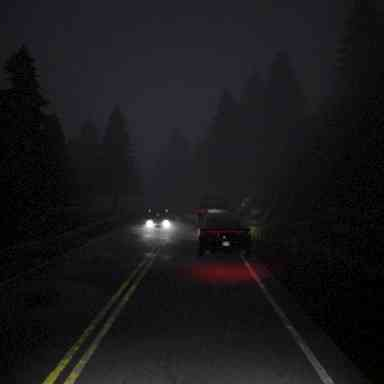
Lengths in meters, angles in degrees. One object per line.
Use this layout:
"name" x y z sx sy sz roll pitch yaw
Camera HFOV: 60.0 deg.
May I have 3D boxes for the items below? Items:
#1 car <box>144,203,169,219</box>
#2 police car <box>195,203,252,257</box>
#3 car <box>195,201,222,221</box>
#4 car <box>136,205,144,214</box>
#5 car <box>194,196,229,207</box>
"car" -3.157 1.679 30.488 1.895 1.301 4.718 1 0 -7
"police car" 1.162 1.464 13.290 1.930 1.638 5.238 0 0 1
"car" 1.364 1.618 29.504 1.837 1.490 4.892 0 0 -5
"car" -7.062 2.713 49.444 1.994 1.385 4.181 4 -8 -39
"car" 1.422 1.295 23.249 2.150 2.045 5.566 0 0 1
